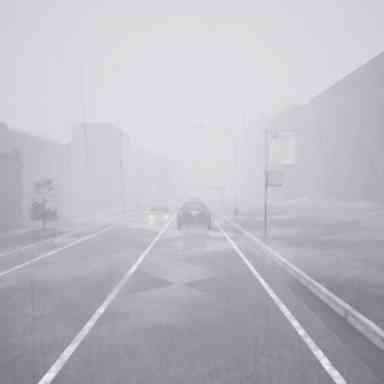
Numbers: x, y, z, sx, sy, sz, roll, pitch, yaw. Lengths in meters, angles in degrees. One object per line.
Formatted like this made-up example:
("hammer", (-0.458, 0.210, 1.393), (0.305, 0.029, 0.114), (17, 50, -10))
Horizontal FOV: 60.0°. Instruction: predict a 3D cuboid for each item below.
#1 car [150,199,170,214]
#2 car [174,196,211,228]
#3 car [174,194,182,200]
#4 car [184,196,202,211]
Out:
("car", (-3.408, 1.488, 36.176), (1.882, 1.535, 5.008), (0, 0, 0))
("car", (0.134, 1.343, 22.042), (2.097, 1.767, 4.553), (0, 0, 0))
("car", (-3.100, 1.304, 78.007), (2.097, 1.767, 4.553), (0, 0, 0))
("car", (0.110, 1.378, 42.404), (2.097, 1.767, 4.553), (0, 0, 0))
